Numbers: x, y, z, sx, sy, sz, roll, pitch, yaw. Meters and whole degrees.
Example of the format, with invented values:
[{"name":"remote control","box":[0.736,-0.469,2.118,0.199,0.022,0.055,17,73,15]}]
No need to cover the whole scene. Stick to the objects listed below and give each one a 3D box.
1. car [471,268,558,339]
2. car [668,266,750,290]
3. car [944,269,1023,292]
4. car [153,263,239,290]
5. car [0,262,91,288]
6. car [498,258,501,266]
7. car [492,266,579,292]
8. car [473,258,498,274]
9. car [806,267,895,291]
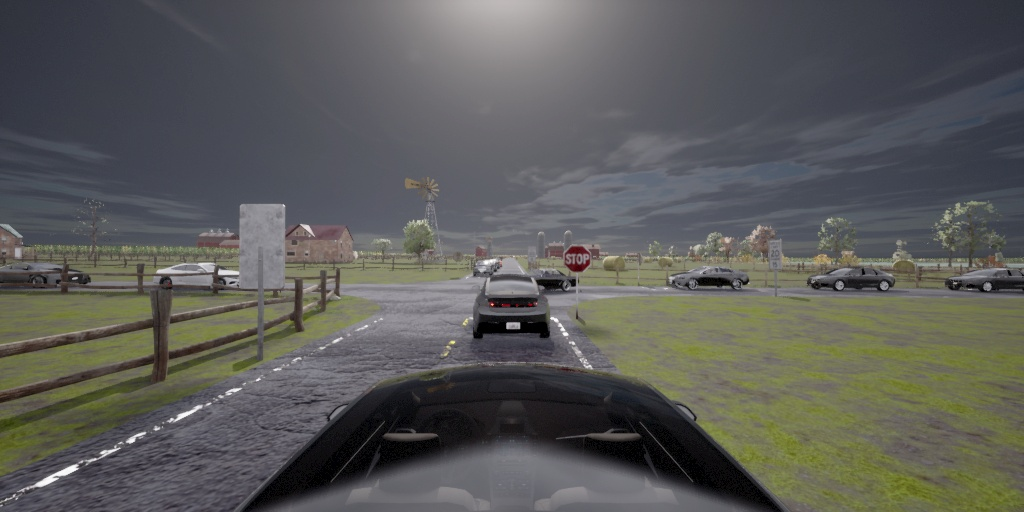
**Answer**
[{"name":"car","box":[-0.078,1.256,10.139,1.837,1.490,4.892,0,0,-2]},{"name":"car","box":[12.788,1.396,23.419,4.902,1.511,2.128,1,-1,-2]},{"name":"car","box":[31.692,1.587,23.720,4.892,1.490,1.837,1,-1,-1]},{"name":"car","box":[-17.252,1.104,20.088,4.674,1.442,1.812,1,-1,-1]},{"name":"car","box":[-26.372,1.048,19.962,4.181,1.385,1.994,1,-1,-1]},{"name":"car","box":[-2.872,1.241,46.270,2.128,1.511,4.902,0,0,0]},{"name":"car","box":[1.491,1.369,20.186,4.718,1.301,1.895,1,0,-35]},{"name":"car","box":[-2.875,1.243,36.825,2.128,1.511,4.902,0,0,0]},{"name":"car","box":[22.190,1.499,23.595,4.892,1.490,1.837,1,-1,-1]}]
